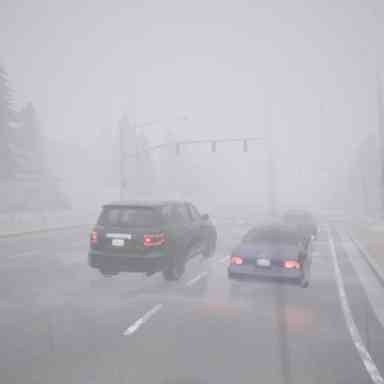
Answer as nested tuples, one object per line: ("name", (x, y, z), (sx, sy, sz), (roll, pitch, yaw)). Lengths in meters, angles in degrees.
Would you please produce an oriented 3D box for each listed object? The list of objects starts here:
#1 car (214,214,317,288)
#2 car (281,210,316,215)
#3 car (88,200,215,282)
("car", (2.453, 1.595, 9.577), (2.033, 1.411, 5.357), (0, 0, 21))
("car", (5.777, 1.658, 18.200), (1.994, 1.385, 4.181), (0, 0, 21))
("car", (-0.862, 1.258, 10.207), (2.150, 2.045, 5.566), (0, 0, 18))
